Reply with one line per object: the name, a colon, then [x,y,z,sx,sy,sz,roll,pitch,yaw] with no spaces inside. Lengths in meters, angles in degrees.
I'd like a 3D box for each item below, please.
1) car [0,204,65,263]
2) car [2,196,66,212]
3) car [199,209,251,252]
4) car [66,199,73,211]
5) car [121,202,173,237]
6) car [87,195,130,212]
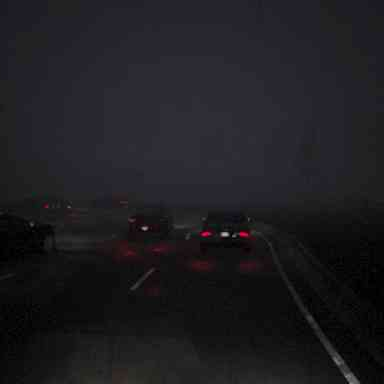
car: [-6.012,1.351,9.888,1.882,1.535,5.008,0,1,6]
car: [-13.732,1.198,27.983,5.357,1.411,2.033,0,1,18]
car: [1.340,1.396,13.279,2.033,1.411,5.357,0,1,6]
car: [-13.627,1.117,31.340,4.892,1.490,1.837,0,-1,18]
car: [-1.978,1.331,16.495,1.812,1.442,4.674,0,1,1]
car: [-8.257,1.111,32.819,4.892,1.490,1.837,1,0,32]
